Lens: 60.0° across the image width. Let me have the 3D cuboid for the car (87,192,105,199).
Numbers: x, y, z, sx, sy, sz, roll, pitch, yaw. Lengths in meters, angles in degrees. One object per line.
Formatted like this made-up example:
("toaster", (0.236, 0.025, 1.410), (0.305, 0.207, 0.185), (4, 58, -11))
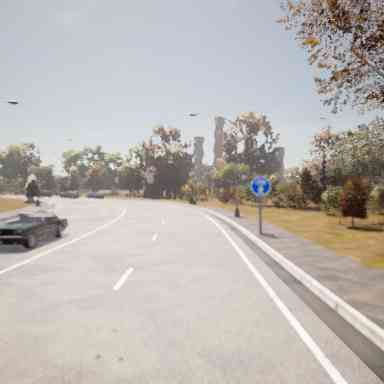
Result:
("car", (-19.569, 0.652, 67.598), (4.181, 1.385, 1.994), (1, 1, 43))

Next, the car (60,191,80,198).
("car", (-24.903, 0.546, 67.716), (4.902, 1.511, 2.128), (1, 1, 38))

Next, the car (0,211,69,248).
("car", (-7.082, 1.518, 14.397), (1.895, 1.301, 4.718), (0, 1, 0))

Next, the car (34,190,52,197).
("car", (-33.209, 0.336, 73.664), (4.892, 1.490, 1.837), (1, 0, 28))

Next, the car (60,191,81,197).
("car", (-27.033, 0.426, 73.865), (4.718, 1.301, 1.895), (1, 0, 33))
